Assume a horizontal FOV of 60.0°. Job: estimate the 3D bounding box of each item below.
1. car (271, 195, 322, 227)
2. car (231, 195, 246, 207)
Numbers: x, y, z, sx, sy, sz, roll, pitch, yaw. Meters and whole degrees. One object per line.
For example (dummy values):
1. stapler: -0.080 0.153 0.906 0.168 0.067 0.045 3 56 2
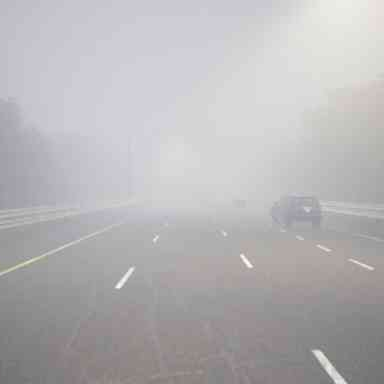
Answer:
1. car: 7.019 1.220 22.826 2.150 2.045 5.566 0 0 0
2. car: 7.043 1.486 50.530 1.882 1.535 5.008 0 0 0
